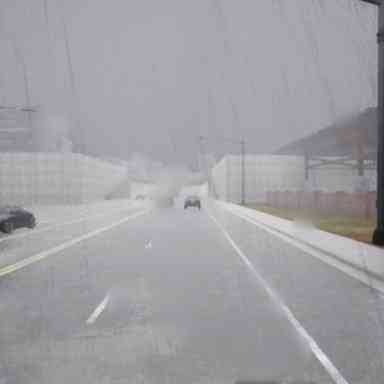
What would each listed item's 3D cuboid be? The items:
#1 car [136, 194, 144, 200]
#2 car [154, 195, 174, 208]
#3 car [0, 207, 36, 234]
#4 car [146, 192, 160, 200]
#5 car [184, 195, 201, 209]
[{"bbox_3d":[-13.983,1.296,89.661,2.128,1.511,4.902,0,0,0],"label":"car"},{"bbox_3d":[-3.415,1.376,44.979,2.128,1.511,4.902,0,0,0],"label":"car"},{"bbox_3d":[-10.541,1.516,18.645,1.994,1.385,4.181,0,0,0],"label":"car"},{"bbox_3d":[-10.483,1.249,89.660,1.882,1.535,5.008,0,0,0],"label":"car"},{"bbox_3d":[0.081,1.238,44.412,2.097,1.767,4.553,0,0,0],"label":"car"}]
